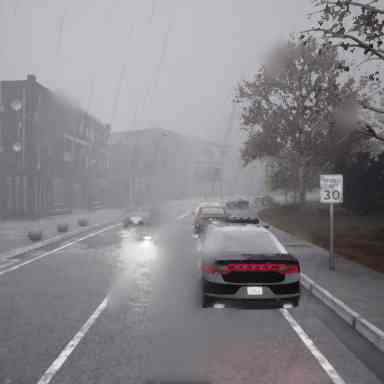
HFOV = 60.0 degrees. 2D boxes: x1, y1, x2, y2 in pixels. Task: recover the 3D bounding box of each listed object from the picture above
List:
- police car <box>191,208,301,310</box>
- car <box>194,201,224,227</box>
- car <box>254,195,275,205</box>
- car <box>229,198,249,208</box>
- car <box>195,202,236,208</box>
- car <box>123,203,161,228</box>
[{"bbox_3d":[1.034,1.427,8.079,1.930,1.638,5.238,0,0,0],"label":"police car"},{"bbox_3d":[1.262,1.481,23.772,1.882,1.535,5.008,0,0,4],"label":"car"},{"bbox_3d":[12.050,1.290,55.318,1.837,1.490,4.892,-1,1,40],"label":"car"},{"bbox_3d":[6.399,1.518,46.160,1.895,1.301,4.718,0,0,28],"label":"car"},{"bbox_3d":[1.043,1.509,17.925,1.837,1.490,4.892,0,0,1],"label":"car"},{"bbox_3d":[-3.200,1.498,22.074,2.128,1.511,4.902,0,0,3],"label":"car"}]
